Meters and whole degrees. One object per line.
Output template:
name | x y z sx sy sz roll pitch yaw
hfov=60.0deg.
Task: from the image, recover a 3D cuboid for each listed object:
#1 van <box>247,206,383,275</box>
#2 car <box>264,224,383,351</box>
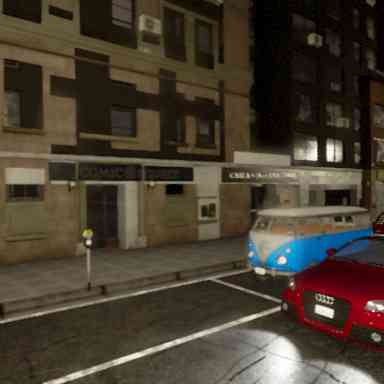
van | 3.272 1.298 8.990 3.998 1.788 1.690 -1 0 -36
car | 3.527 1.526 5.969 4.181 1.385 1.994 0 0 -36
